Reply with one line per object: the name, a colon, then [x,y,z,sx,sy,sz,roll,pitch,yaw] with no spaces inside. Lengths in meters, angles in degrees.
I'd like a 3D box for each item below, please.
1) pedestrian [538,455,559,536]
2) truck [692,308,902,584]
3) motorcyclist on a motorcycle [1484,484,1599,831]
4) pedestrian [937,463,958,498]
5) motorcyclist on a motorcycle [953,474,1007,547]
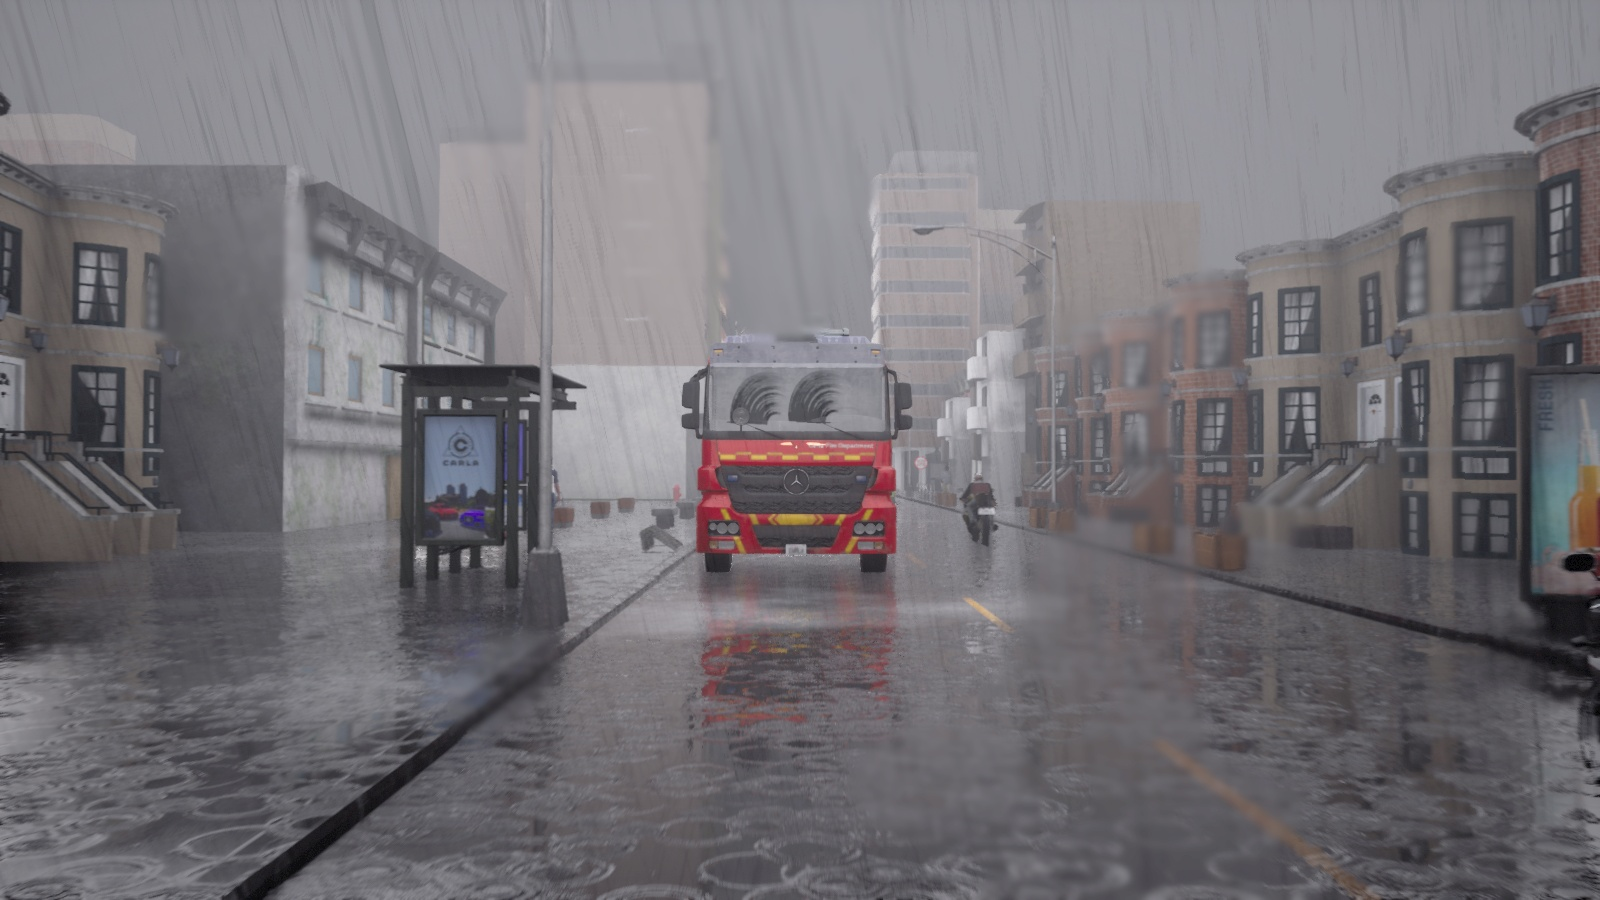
pedestrian: [-5.744,1.027,28.655,0.354,1.836,0.706,0,-1,-2]
truck: [-0.056,0.013,21.654,2.891,3.827,8.468,0,-1,0]
motorcyclist on a motorcycle: [3.989,0.924,5.409,0.866,1.530,2.191,0,-1,0]
pedestrian: [7.767,1.600,66.203,0.874,1.855,0.900,0,-1,-11]
motorcyclist on a motorcycle: [3.937,1.297,27.656,0.866,1.530,2.191,0,-1,0]
